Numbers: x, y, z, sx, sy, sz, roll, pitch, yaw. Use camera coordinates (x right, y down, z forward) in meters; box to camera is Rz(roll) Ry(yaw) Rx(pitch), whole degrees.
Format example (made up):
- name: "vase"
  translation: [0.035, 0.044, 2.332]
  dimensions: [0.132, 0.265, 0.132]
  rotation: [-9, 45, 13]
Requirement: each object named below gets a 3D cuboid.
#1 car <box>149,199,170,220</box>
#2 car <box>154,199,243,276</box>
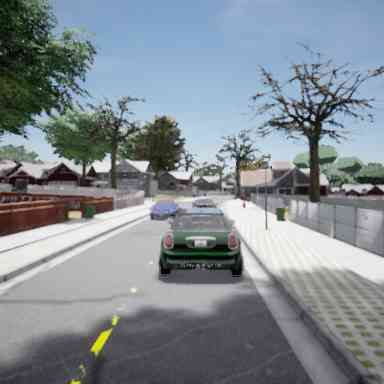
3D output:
- name: "car"
  translation: [-1.984, 1.284, 25.253]
  dimensions: [1.812, 1.442, 4.674]
  rotation: [0, 0, 4]
- name: "car"
  translation: [0.278, 1.247, 10.194]
  dimensions: [2.097, 1.767, 4.553]
  rotation: [0, 1, 2]
